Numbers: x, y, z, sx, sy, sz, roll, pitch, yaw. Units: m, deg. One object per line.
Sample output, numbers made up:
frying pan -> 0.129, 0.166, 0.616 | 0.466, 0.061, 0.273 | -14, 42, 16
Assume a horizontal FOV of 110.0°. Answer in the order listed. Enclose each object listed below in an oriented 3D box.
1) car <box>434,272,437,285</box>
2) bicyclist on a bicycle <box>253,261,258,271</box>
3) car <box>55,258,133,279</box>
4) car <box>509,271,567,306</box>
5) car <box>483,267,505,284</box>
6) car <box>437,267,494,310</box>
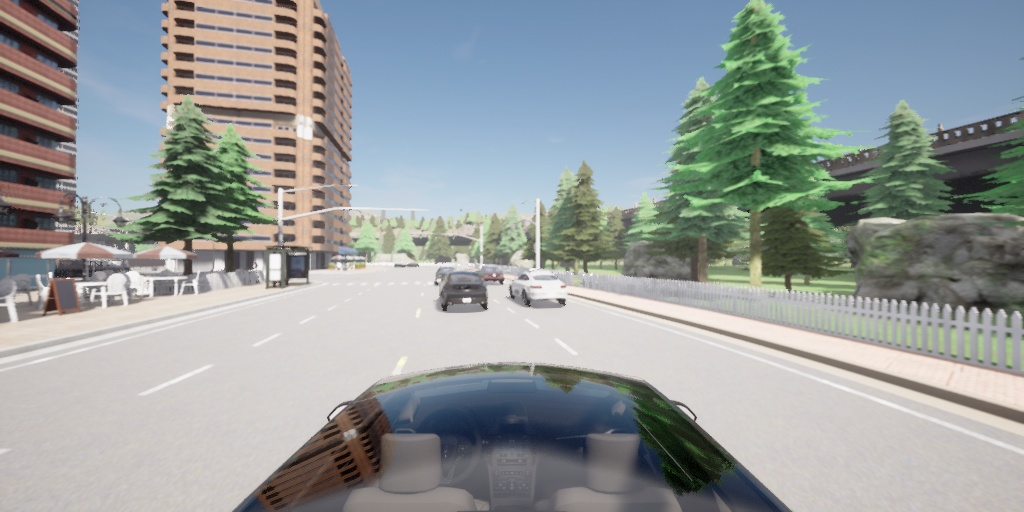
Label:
car -> -5.320, 1.577, 29.340 | 2.033, 1.411, 5.357 | 0, -1, -13
bicyclist on a bicycle -> -37.028, 1.611, 51.787 | 0.582, 1.620, 1.656 | 0, 0, -13
car -> -41.779, 1.376, 35.933 | 5.566, 2.045, 2.150 | 0, -1, -13
car -> 1.135, 1.429, 16.844 | 1.812, 1.442, 4.674 | 0, 0, -12
car -> -1.912, 1.586, 30.135 | 2.033, 1.411, 5.357 | 0, -1, -13
car -> -2.193, 1.399, 15.683 | 1.837, 1.490, 4.892 | 0, 0, -12
